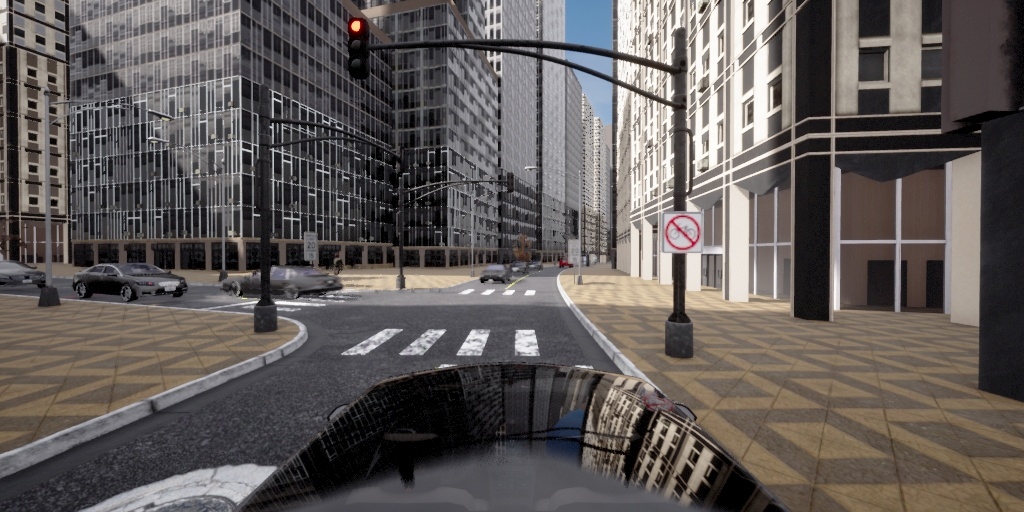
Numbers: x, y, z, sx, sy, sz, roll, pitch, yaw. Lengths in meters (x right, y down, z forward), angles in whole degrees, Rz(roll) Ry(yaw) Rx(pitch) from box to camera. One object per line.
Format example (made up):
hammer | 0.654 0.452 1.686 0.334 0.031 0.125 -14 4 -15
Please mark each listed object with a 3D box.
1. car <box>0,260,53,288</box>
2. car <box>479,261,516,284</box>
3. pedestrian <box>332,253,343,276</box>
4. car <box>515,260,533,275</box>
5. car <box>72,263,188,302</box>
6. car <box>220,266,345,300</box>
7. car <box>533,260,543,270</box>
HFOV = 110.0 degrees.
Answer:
car | -25.924 0.943 18.191 4.674 1.442 1.812 1 1 17
car | -1.168 1.334 27.585 2.033 1.411 5.357 0 0 7
pedestrian | -9.516 0.719 19.486 0.375 1.860 0.375 0 0 16
car | 0.763 1.332 40.774 2.128 1.511 4.902 0 0 10
car | -16.364 1.045 15.390 4.902 1.511 2.128 1 1 16
car | -10.407 1.152 16.344 5.357 1.411 2.033 1 1 13
car | 3.533 1.405 54.357 2.128 1.511 4.902 0 0 14
